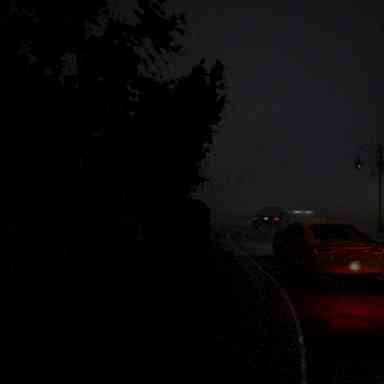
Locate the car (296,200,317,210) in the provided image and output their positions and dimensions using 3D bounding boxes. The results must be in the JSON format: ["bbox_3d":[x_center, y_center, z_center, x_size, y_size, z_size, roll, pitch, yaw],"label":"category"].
[{"bbox_3d":[15.105,1.772,44.139,1.994,1.385,4.181,-1,0,34],"label":"car"}]

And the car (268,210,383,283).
[{"bbox_3d":[3.751,1.528,9.904,1.882,1.535,5.008,0,0,3],"label":"car"}]

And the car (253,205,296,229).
[{"bbox_3d":[5.486,1.673,22.512,2.033,1.411,5.357,-1,0,23],"label":"car"}]
